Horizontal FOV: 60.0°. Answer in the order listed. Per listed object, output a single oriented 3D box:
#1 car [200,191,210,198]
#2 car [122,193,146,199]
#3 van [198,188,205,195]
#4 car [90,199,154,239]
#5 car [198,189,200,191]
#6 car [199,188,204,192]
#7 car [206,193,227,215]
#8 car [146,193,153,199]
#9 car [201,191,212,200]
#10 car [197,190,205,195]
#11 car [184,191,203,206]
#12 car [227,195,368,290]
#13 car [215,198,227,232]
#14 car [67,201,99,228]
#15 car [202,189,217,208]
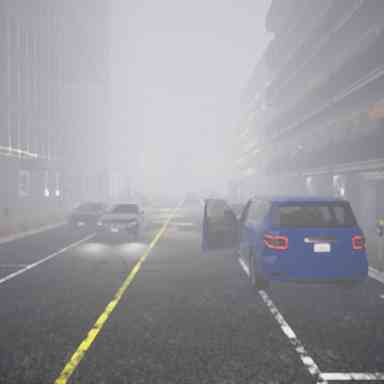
[{"bbox_3d":[2.551,0.503,64.512,1.802,1.307,4.206,0,1,0],"label":"car"},{"bbox_3d":[-5.755,1.031,30.606,2.008,1.369,4.403,0,1,0],"label":"car"},{"bbox_3d":[2.501,-0.099,87.099,1.690,1.788,3.998,0,1,0],"label":"van"},{"bbox_3d":[-3.135,1.254,15.805,1.812,1.442,4.674,0,1,0],"label":"car"},{"bbox_3d":[-0.110,0.624,50.822,1.882,1.535,5.008,0,1,0],"label":"car"},{"bbox_3d":[2.576,0.422,53.212,2.192,1.841,5.009,0,1,0],"label":"car"},{"bbox_3d":[2.625,1.030,30.625,2.008,1.369,4.403,0,1,0],"label":"car"},{"bbox_3d":[-5.768,0.827,36.253,1.967,1.590,4.097,0,1,0],"label":"car"},{"bbox_3d":[2.563,0.596,58.864,1.802,1.307,4.206,0,1,0],"label":"car"},{"bbox_3d":[2.489,0.037,92.751,1.947,1.339,4.313,0,1,0],"label":"car"},{"bbox_3d":[0.002,0.932,39.621,1.895,1.301,4.718,0,1,0],"label":"car"},{"bbox_3d":[2.376,1.068,8.769,2.150,2.045,5.566,0,1,0],"label":"car"},{"bbox_3d":[2.650,1.234,19.330,1.947,1.339,4.313,0,1,0],"label":"car"},{"bbox_3d":[-5.731,1.235,19.311,1.947,1.339,4.313,0,1,0],"label":"car"},{"bbox_3d":[2.600,0.733,41.918,1.967,1.590,4.097,0,1,0],"label":"car"}]
